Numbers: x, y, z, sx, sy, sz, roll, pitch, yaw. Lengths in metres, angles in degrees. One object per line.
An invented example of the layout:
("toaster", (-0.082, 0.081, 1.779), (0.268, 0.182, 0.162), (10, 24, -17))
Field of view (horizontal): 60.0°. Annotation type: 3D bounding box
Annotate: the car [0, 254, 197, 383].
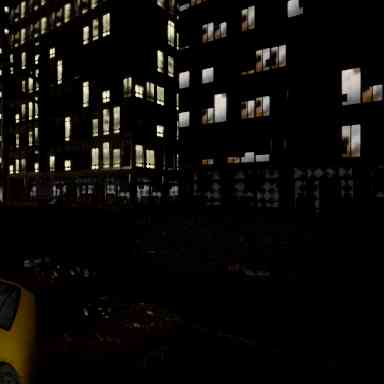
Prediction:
("car", (-2.228, 1.525, 4.459), (4.829, 1.417, 1.752), (0, 0, 36))
